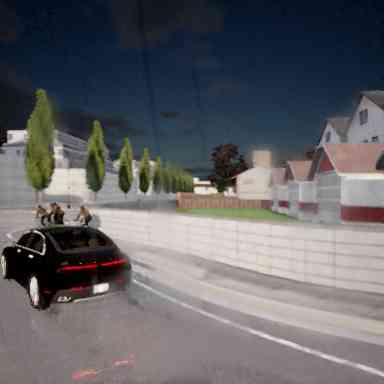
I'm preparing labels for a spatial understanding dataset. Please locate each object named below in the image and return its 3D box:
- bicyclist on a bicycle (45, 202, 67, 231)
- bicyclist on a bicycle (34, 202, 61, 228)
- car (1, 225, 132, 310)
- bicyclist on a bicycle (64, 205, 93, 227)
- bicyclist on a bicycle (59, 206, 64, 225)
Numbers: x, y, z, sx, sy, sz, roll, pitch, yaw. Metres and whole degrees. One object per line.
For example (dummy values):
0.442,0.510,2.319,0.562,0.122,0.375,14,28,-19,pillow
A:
-8.093,1.448,19.784,1.656,1.620,0.582,0,-1,43,bicyclist on a bicycle
-7.934,1.489,17.695,1.656,1.620,0.582,-8,-1,36,bicyclist on a bicycle
-3.257,1.568,8.123,1.837,1.490,4.892,1,-1,-40,car
-5.003,1.425,15.398,0.582,1.620,1.656,0,0,16,bicyclist on a bicycle
-7.814,1.442,18.983,1.656,1.620,0.582,1,-1,-27,bicyclist on a bicycle
